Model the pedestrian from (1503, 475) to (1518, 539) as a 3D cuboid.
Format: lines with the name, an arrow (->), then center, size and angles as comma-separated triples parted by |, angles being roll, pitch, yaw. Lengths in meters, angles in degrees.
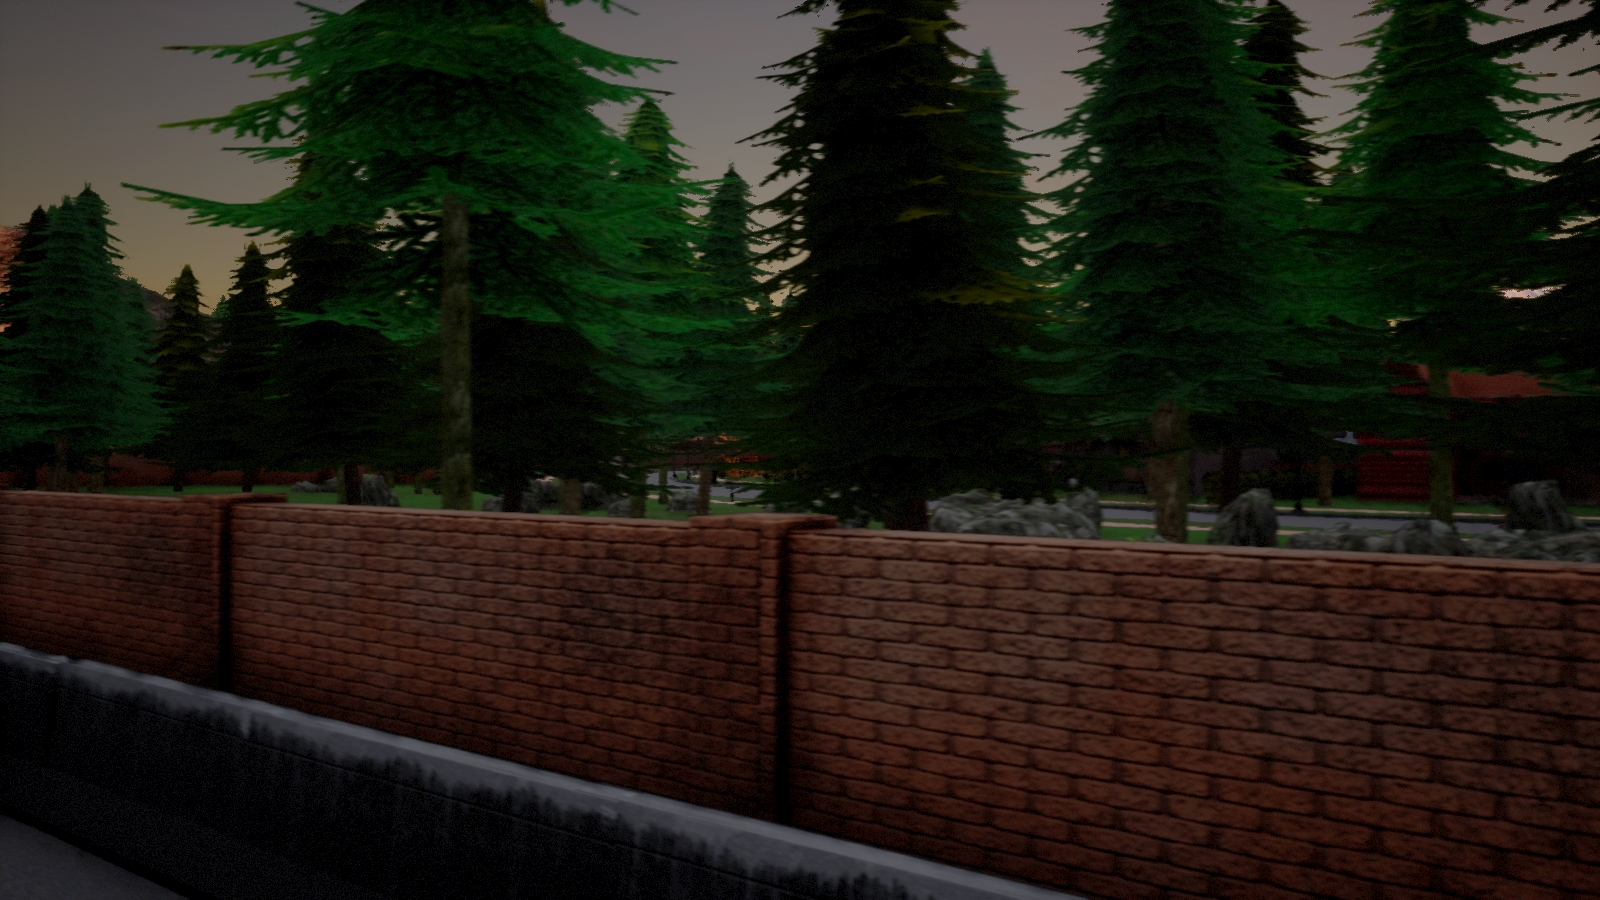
pedestrian -> 20.974, 1.664, 33.744 | 0.375, 1.860, 0.375 | 0, 0, 30
